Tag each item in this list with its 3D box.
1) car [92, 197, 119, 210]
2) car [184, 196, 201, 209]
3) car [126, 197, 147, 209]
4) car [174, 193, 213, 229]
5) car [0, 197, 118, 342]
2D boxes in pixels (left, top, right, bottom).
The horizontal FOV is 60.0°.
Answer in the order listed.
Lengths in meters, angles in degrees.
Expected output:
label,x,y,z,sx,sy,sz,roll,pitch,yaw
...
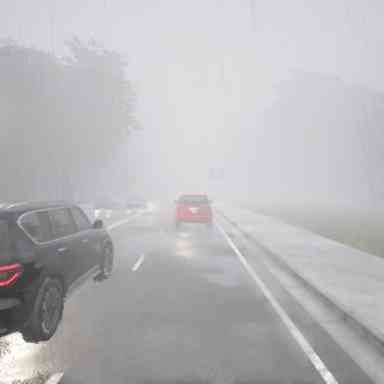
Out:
label,x,y,z,sx,sy,sz,roll,pitch,yaw
car,-9.827,1.289,38.001,1.994,1.385,4.181,0,0,0
car,0.103,1.266,41.671,1.994,1.385,4.181,0,0,0
car,-6.580,1.261,39.835,2.033,1.411,5.357,0,0,0
car,0.102,1.068,20.315,2.150,2.045,5.566,0,1,0
car,-3.150,1.167,6.495,2.150,2.045,5.566,0,0,0
